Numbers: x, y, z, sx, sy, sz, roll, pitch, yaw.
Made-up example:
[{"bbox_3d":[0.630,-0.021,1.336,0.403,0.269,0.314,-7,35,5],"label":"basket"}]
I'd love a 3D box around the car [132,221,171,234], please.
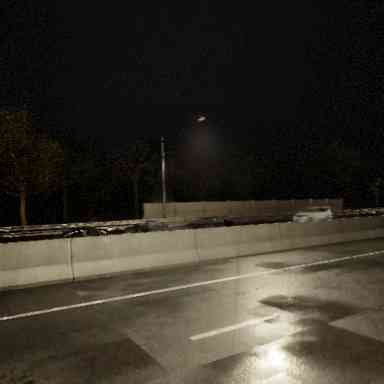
[{"bbox_3d":[-3.947,3.266,29.395,4.181,1.385,1.994,0,-4,-35],"label":"car"}]

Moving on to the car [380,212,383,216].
[{"bbox_3d":[27.892,2.948,45.845,4.902,1.511,2.128,0,-4,-31],"label":"car"}]

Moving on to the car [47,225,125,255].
[{"bbox_3d":[-6.482,2.886,20.468,4.181,1.385,1.994,0,-4,-32],"label":"car"}]

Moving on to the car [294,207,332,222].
[{"bbox_3d":[15.408,2.925,42.257,5.566,2.045,2.150,0,-4,-32],"label":"car"}]

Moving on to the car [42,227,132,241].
[{"bbox_3d":[-5.816,2.610,16.776,4.892,1.490,1.837,0,-4,-32],"label":"car"}]

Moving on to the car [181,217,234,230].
[{"bbox_3d":[1.415,2.995,29.466,5.008,1.535,1.882,0,-4,-32],"label":"car"}]
